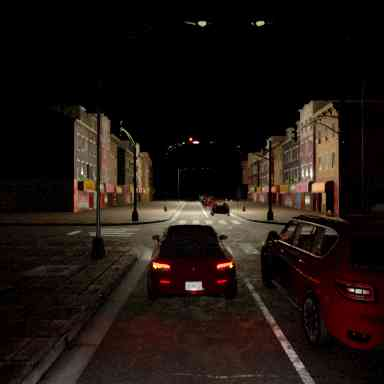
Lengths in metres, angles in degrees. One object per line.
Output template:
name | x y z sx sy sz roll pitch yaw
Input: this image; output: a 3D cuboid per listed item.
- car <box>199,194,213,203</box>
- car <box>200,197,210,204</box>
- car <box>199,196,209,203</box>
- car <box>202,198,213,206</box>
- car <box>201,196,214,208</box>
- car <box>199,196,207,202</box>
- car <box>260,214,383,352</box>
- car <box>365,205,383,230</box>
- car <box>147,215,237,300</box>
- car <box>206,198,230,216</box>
car | 2.710 1.407 54.318 2.192 1.841 5.009 1 0 0
car | 2.726 1.730 70.629 1.802 1.307 4.206 0 0 0
car | 2.732 1.720 76.067 2.008 1.369 4.403 0 0 0
car | 2.714 1.691 59.755 1.802 1.307 4.206 0 0 0
car | 2.702 1.621 48.880 1.887 1.381 4.507 1 0 0
car | 2.744 1.781 86.942 1.947 1.339 4.313 0 0 0
car | 2.657 1.318 6.138 2.192 1.841 5.009 1 0 0
car | 13.566 1.583 20.717 4.674 1.442 1.812 0 -1 0
car | -0.041 1.530 8.291 1.812 1.442 4.674 0 0 -2
car | 2.684 1.583 32.568 1.887 1.381 4.507 1 0 0
